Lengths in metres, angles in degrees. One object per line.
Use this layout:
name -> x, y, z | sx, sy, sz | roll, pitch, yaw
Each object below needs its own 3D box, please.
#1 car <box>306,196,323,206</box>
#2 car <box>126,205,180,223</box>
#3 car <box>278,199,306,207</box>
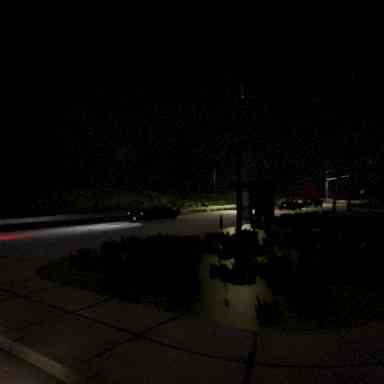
car -> 18.422, 1.444, 50.855 | 2.097, 1.767, 4.553 | 0, 0, 36
car -> -3.081, 1.717, 27.095 | 1.895, 1.301, 4.718 | 0, 0, 36
car -> 12.687, 1.656, 42.801 | 1.994, 1.385, 4.181 | 0, 0, 36
